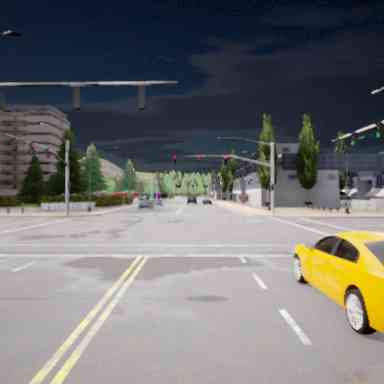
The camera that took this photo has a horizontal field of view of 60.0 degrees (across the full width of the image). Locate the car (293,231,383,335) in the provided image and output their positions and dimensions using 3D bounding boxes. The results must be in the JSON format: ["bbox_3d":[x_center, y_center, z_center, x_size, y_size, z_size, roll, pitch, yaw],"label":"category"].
[{"bbox_3d":[3.580,1.534,6.854,1.882,1.535,5.008,0,0,0],"label":"car"}]

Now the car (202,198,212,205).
[{"bbox_3d":[3.506,2.191,74.753,1.895,1.301,4.718,0,0,0],"label":"car"}]

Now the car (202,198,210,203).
[{"bbox_3d":[3.507,2.140,85.062,1.895,1.301,4.718,0,0,0],"label":"car"}]

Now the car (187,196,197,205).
[{"bbox_3d":[0.006,1.819,74.383,2.150,2.045,5.566,0,0,0],"label":"car"}]

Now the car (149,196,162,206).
[{"bbox_3d":[-6.999,2.044,66.578,2.128,1.511,4.902,0,0,0],"label":"car"}]

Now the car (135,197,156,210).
[{"bbox_3d":[-7.065,1.921,51.204,1.837,1.490,4.892,0,-1,0],"label":"car"}]
